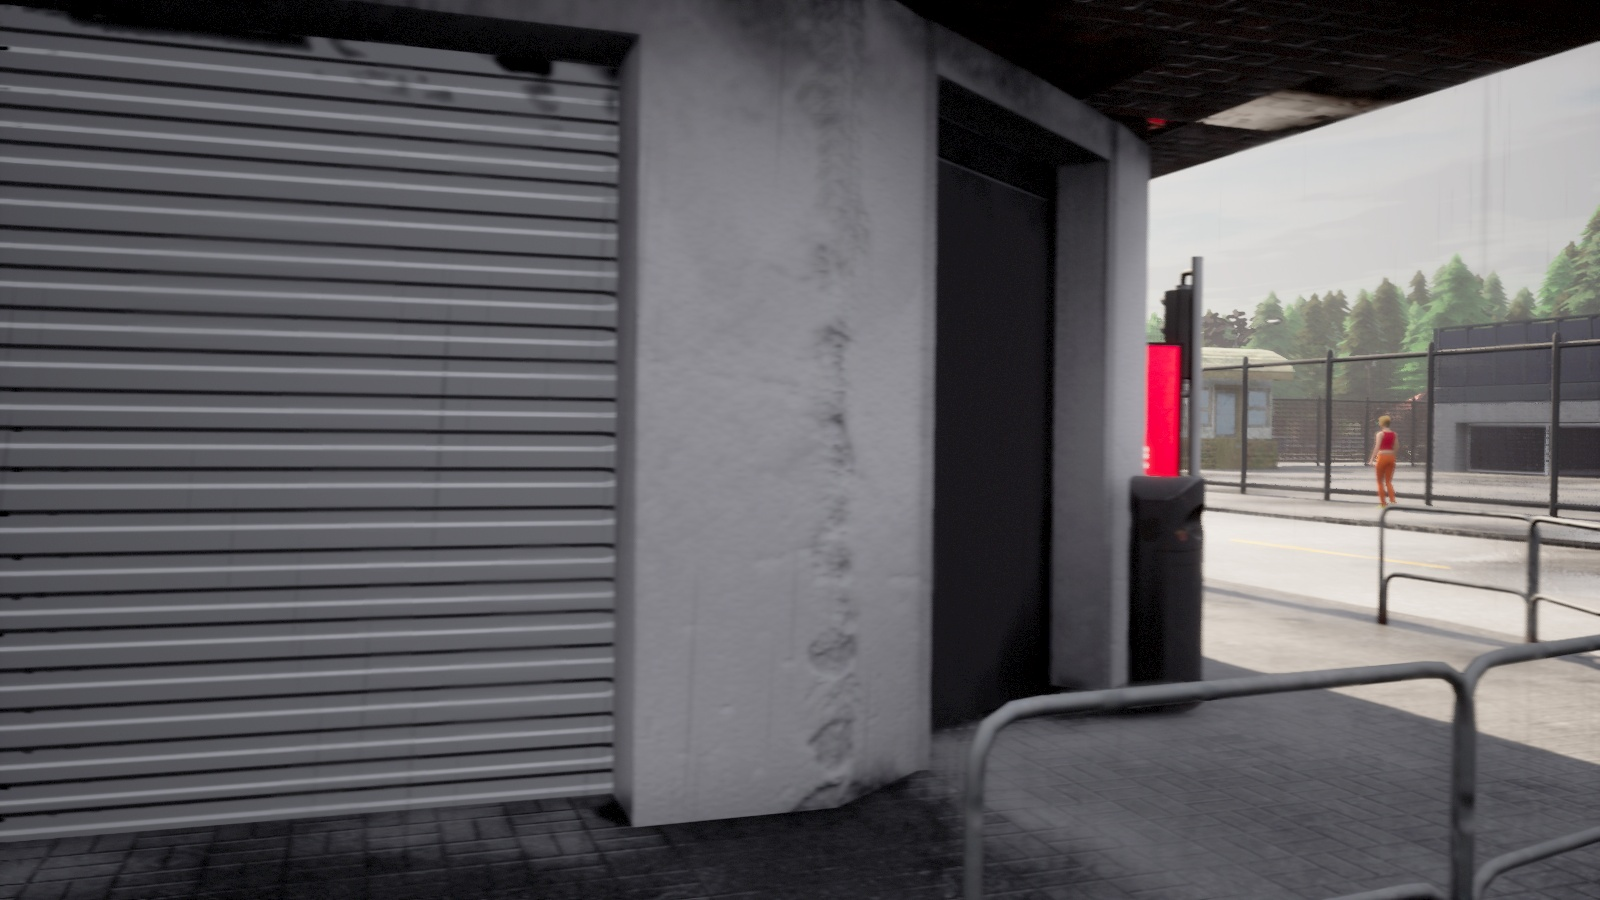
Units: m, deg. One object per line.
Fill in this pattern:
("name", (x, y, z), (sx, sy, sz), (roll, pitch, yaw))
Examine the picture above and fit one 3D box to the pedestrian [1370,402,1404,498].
("pedestrian", (11.352, -0.006, 24.292), (0.345, 1.836, 0.594), (-1, 1, -6))
